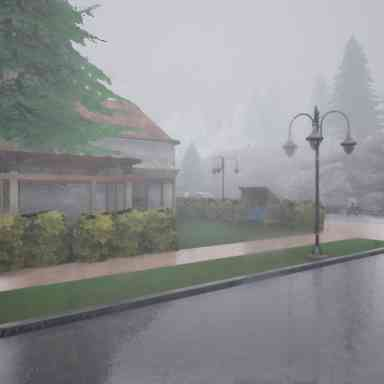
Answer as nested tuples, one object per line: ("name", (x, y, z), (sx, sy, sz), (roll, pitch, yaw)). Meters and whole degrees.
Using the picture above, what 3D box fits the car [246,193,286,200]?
("car", (7.220, 1.057, 30.841), (2.150, 2.045, 5.566), (0, 0, -35))

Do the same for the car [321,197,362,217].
("car", (12.553, 1.187, 29.728), (2.097, 1.767, 4.553), (0, 0, -35))

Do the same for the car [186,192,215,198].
("car", (1.252, 1.057, 39.237), (2.150, 2.045, 5.566), (0, 0, -35))
